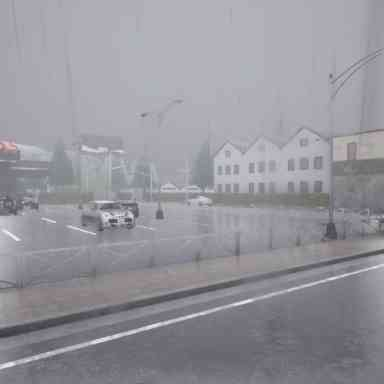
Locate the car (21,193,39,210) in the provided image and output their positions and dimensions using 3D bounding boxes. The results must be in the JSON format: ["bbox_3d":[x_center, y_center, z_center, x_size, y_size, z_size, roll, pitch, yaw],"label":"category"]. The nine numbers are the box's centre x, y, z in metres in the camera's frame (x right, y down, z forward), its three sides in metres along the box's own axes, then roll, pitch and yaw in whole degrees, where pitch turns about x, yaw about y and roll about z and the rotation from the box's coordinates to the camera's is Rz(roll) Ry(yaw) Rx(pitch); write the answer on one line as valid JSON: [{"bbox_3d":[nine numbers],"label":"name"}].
[{"bbox_3d":[-19.163,1.092,38.620,1.905,1.878,3.866,0,0,-36],"label":"car"}]

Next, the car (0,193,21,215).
[{"bbox_3d":[-17.266,1.113,30.307,1.932,1.855,4.605,0,0,-36],"label":"car"}]

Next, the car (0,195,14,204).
[{"bbox_3d":[-38.474,1.495,66.610,4.611,1.667,2.242,0,0,-36],"label":"car"}]

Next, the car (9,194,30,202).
[{"bbox_3d":[-38.233,1.328,73.739,3.866,1.878,1.905,0,0,-36],"label":"car"}]

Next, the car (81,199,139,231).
[{"bbox_3d":[-4.685,1.248,18.327,1.970,1.475,3.806,0,0,-36],"label":"car"}]

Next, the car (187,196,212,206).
[{"bbox_3d":[1.137,1.349,49.282,1.812,1.442,4.674,0,0,-35],"label":"car"}]

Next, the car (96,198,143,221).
[{"bbox_3d":[-5.800,1.313,26.193,2.007,1.523,4.514,0,0,-36],"label":"car"}]
